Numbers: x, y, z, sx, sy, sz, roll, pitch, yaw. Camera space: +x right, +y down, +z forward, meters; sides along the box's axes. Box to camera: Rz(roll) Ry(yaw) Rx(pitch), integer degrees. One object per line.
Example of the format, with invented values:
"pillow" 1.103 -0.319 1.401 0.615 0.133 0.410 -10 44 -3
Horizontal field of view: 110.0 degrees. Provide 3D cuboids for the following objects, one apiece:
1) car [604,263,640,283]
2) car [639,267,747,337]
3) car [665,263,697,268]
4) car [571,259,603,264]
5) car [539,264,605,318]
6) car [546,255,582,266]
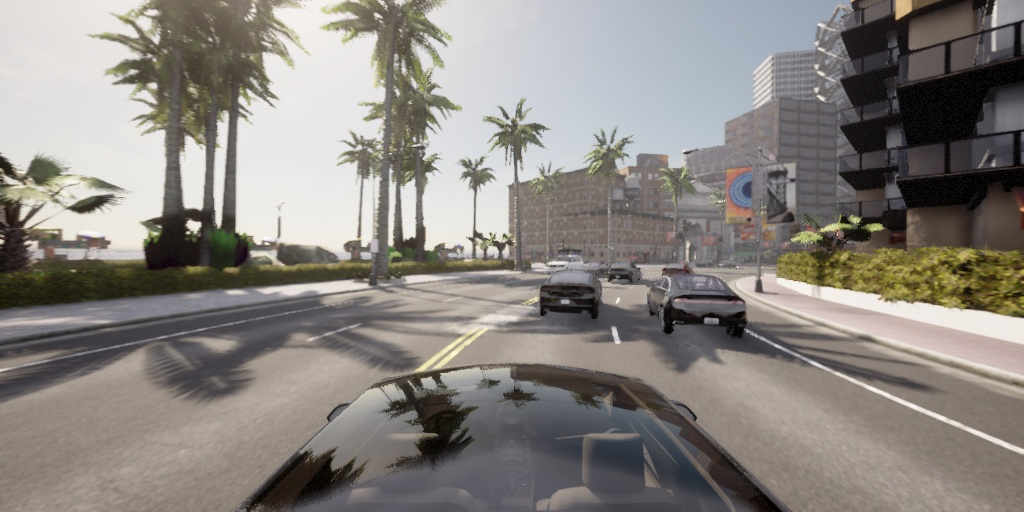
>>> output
"car" 8.943 1.269 28.337 1.837 1.490 4.892 0 0 30
"car" 5.159 1.267 10.524 2.128 1.511 4.902 0 0 15
"car" 13.284 1.279 28.711 1.882 1.535 5.008 0 0 32
"car" 7.816 1.290 33.590 2.033 1.411 5.357 1 0 34
"car" 2.280 1.220 13.149 1.882 1.535 5.008 0 0 16
"car" 5.401 0.937 36.154 2.150 2.045 5.566 0 0 35
